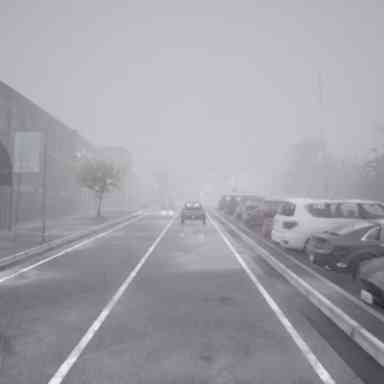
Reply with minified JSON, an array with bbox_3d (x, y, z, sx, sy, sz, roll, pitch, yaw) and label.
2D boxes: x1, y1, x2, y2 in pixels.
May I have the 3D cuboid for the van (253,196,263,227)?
[{"bbox_3d":[5.716,1.298,17.318,4.442,1.987,1.878,0,0,0],"label":"van"}]

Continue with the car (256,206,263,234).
[{"bbox_3d":[5.599,1.512,14.513,5.008,1.535,2.097,0,0,0],"label":"car"}]

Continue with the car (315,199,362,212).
[{"bbox_3d":[18.668,1.683,42.495,5.008,1.535,2.097,0,-1,0],"label":"car"}]

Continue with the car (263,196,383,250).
[{"bbox_3d":[5.637,1.250,11.711,5.566,2.045,2.435,0,0,0],"label":"car"}]

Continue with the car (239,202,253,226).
[{"bbox_3d":[5.591,1.536,20.119,4.892,1.521,2.231,0,0,0],"label":"car"}]

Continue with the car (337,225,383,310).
[{"bbox_3d":[5.587,1.511,6.105,4.792,1.488,2.163,0,0,0],"label":"car"}]

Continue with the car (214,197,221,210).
[{"bbox_3d":[5.620,1.377,36.940,5.566,2.045,2.435,0,0,0],"label":"car"}]

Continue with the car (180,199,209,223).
[{"bbox_3d":[0.097,1.584,26.051,2.128,1.511,4.902,0,0,0],"label":"car"}]

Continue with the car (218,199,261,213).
[{"bbox_3d":[5.586,1.656,39.738,4.892,1.521,2.231,0,-1,0],"label":"car"}]

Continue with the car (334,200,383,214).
[{"bbox_3d":[18.676,1.628,36.927,5.008,1.535,2.097,0,-1,0],"label":"car"}]

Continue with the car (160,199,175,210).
[{"bbox_3d":[-3.338,1.761,46.450,2.128,1.511,4.902,0,-1,0],"label":"car"}]

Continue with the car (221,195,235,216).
[{"bbox_3d":[5.619,1.320,28.530,5.566,2.045,2.435,0,0,0],"label":"car"}]

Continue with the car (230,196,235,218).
[{"bbox_3d":[5.560,1.431,25.728,4.553,1.767,2.185,0,0,0],"label":"car"}]

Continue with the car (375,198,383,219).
[{"bbox_3d":[18.639,1.446,28.573,4.553,1.767,2.185,0,0,0],"label":"car"}]

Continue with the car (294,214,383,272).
[{"bbox_3d":[5.608,1.492,8.902,4.892,1.521,2.231,0,0,0],"label":"car"}]

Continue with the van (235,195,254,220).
[{"bbox_3d":[5.478,1.320,22.924,4.442,1.987,1.878,0,0,0],"label":"van"}]

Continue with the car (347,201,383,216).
[{"bbox_3d":[18.672,1.646,34.140,4.674,1.452,2.002,0,0,0],"label":"car"}]
